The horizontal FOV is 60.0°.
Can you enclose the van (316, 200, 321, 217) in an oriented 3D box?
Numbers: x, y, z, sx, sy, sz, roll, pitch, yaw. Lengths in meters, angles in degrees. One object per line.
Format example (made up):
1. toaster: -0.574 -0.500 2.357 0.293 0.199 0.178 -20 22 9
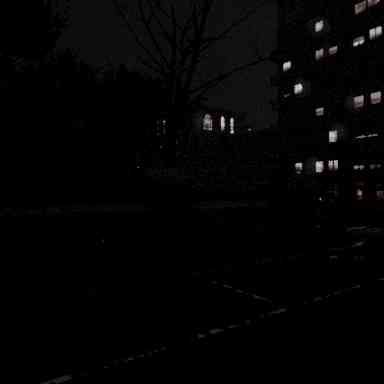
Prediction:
1. van: 10.526 1.646 32.576 1.690 1.788 3.998 -1 0 -36
